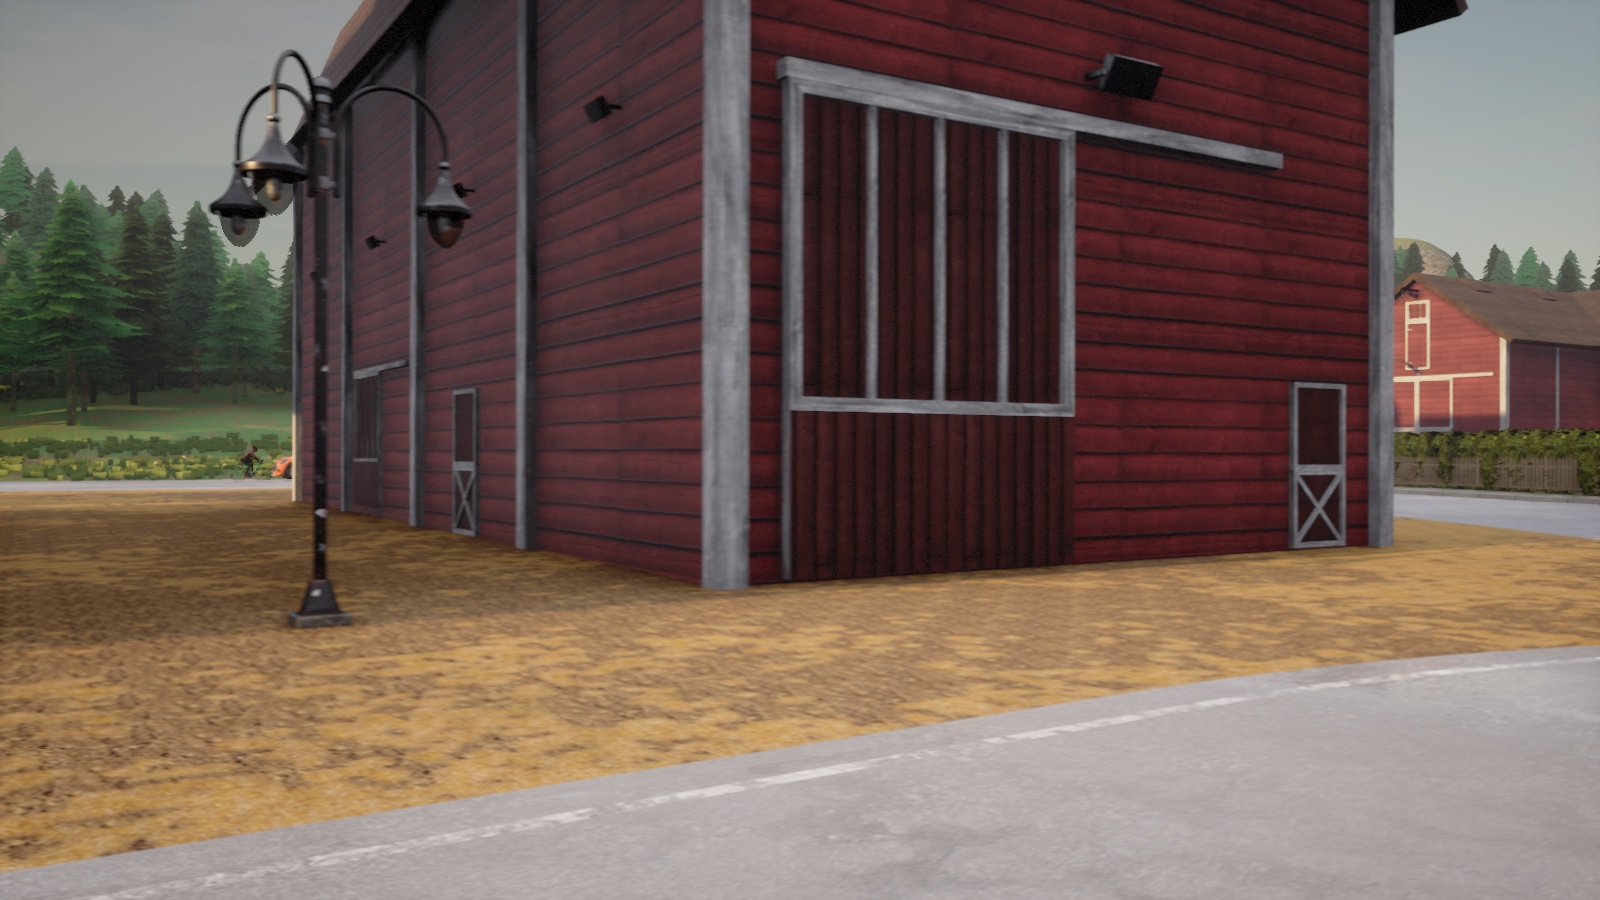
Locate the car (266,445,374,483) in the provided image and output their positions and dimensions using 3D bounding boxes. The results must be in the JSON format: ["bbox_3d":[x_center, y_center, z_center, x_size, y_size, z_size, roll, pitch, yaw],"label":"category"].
[{"bbox_3d":[-23.165,0.659,60.659,4.553,1.767,2.097,0,0,-31],"label":"car"}]

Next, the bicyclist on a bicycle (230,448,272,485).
[{"bbox_3d":[-24.387,0.744,55.817,1.656,1.620,0.582,0,0,-31],"label":"bicyclist on a bicycle"}]
